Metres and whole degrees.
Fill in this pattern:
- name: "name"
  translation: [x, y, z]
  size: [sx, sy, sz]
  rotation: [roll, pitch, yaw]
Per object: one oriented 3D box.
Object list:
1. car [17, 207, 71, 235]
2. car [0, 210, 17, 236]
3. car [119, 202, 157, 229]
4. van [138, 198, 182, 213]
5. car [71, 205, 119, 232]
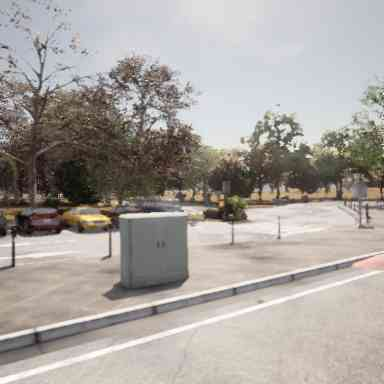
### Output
- name: "car"
  translation: [-9.282, 1.635, 20.148]
  size: [2.163, 1.488, 4.792]
  rotation: [1, 0, -36]
- name: "car"
  translation: [-11.518, 1.581, 18.505]
  size: [2.231, 1.521, 4.892]
  rotation: [1, 0, -36]
- name: "car"
  translation: [-4.768, 1.686, 23.379]
  size: [2.163, 1.488, 4.792]
  rotation: [1, 0, -36]
- name: "van"
  translation: [-2.425, 1.456, 24.875]
  size: [1.878, 1.987, 4.442]
  rotation: [1, 0, -36]
- name: "car"
  translation: [-6.901, 1.628, 21.588]
  size: [1.946, 1.575, 5.366]
  rotation: [1, 0, -36]
